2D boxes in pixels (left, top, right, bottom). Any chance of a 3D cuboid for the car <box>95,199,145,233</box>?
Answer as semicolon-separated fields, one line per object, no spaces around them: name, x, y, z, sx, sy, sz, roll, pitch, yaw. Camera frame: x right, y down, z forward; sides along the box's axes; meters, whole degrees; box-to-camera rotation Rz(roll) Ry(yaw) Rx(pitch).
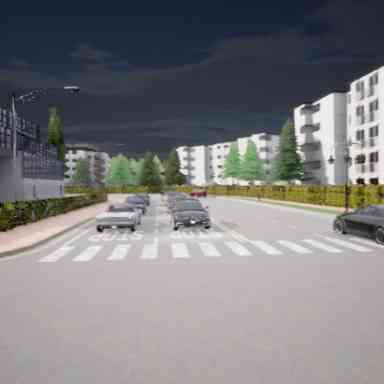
car;-3.822;1.290;17.844;1.895;1.301;4.718;-1;1;-4

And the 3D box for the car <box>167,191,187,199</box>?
car;-2.698;0.453;59.054;1.895;1.301;4.718;-1;1;-23

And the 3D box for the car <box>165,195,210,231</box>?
car;-0.254;1.138;18.179;1.837;1.490;4.892;-1;1;-7

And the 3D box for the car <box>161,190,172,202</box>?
car;-2.225;0.628;37.467;2.097;1.767;4.553;-1;1;-5

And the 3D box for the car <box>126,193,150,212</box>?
car;-4.752;1.058;27.447;2.033;1.411;5.357;-1;1;-6

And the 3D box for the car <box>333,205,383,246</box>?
car;7.434;1.189;13.212;1.994;1.385;4.181;-1;1;-6

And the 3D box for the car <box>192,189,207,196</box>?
car;0.944;0.273;59.328;1.882;1.535;5.008;-1;1;-23

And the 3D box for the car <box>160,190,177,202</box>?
car;-3.453;0.584;47.527;2.128;1.511;4.902;-1;1;-8

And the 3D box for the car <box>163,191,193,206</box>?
car;-1.242;0.965;27.531;1.837;1.490;4.892;-1;1;-6
